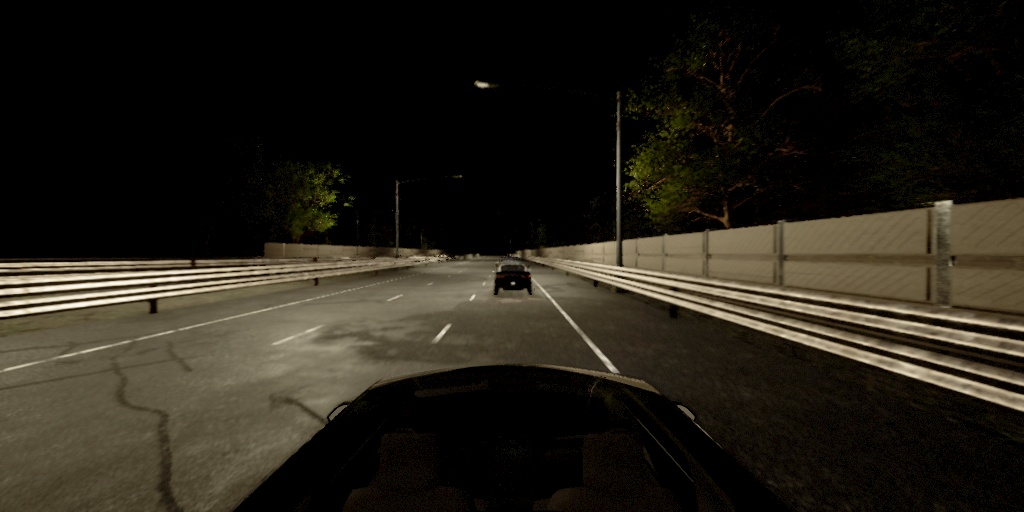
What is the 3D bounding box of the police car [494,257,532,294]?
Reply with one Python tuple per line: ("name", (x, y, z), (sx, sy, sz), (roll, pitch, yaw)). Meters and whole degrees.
("police car", (0.037, 1.035, 19.252), (1.930, 1.638, 5.238), (0, 1, 0))
